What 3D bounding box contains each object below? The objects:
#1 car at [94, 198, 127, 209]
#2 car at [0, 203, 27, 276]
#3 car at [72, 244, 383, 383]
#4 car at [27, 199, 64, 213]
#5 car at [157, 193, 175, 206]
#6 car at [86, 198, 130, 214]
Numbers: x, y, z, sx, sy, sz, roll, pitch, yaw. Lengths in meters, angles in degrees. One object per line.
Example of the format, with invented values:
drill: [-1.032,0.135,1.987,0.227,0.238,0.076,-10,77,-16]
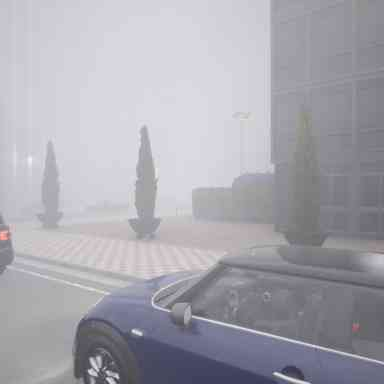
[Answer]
car: [-11.073,1.564,45.336,1.994,1.385,4.181,0,0,35]
car: [-7.033,1.222,8.995,5.566,2.045,2.150,0,0,36]
car: [0.827,1.352,3.404,4.553,1.767,2.097,0,0,36]
car: [-16.776,1.491,37.202,2.128,1.511,4.902,0,0,35]
car: [-4.982,1.221,54.013,2.150,2.045,5.566,0,0,35]
car: [-8.947,1.601,35.826,1.895,1.301,4.718,0,0,35]
